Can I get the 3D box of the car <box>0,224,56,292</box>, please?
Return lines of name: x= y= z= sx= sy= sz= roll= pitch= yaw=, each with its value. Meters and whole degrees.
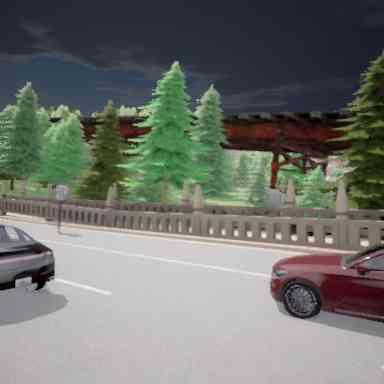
car: x=-5.134 y=1.470 z=7.653 sx=4.902 sy=1.511 sz=2.128 roll=0 pitch=0 yaw=35

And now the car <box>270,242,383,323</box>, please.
car: x=3.682 y=1.525 z=5.664 sx=4.674 sy=1.442 sz=1.812 roll=0 pitch=0 yaw=35
